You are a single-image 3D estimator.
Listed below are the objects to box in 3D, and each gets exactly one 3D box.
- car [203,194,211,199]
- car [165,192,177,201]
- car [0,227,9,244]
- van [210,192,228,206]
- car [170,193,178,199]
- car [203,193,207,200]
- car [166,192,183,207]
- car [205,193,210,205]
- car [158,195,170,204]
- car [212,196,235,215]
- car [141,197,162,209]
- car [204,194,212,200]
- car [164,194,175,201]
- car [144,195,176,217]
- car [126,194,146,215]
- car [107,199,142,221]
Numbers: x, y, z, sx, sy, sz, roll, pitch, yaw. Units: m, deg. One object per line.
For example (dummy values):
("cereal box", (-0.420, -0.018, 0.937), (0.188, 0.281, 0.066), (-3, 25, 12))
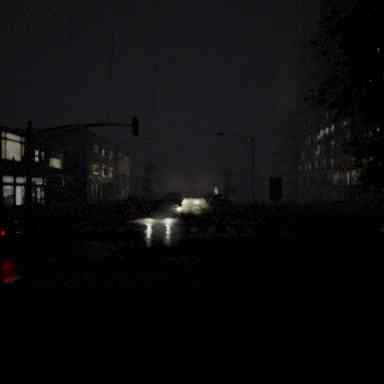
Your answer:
("car", (3.793, 1.114, 86.882), (1.947, 1.339, 4.313), (0, 0, 1))
("car", (-4.724, 0.941, 75.881), (2.192, 1.841, 5.009), (0, 0, 1))
("car", (-9.358, 1.505, 12.183), (4.718, 1.301, 1.895), (1, 0, 13))
("van", (3.174, 1.143, 36.926), (1.690, 1.788, 3.998), (0, 0, 1))
("car", (-4.589, 1.097, 86.813), (1.752, 1.417, 4.829), (0, 0, 1))
("car", (3.449, 1.254, 59.129), (1.947, 1.339, 4.313), (0, 0, 1))
("car", (-2.463, 0.985, 46.458), (2.150, 2.045, 5.566), (0, 1, 3))
("car", (3.311, 1.296, 48.028), (2.008, 1.369, 4.403), (0, 0, 1))
("car", (-4.933, 1.237, 59.060), (1.752, 1.417, 4.829), (0, 0, 1))
("car", (3.107, 1.355, 31.546), (1.752, 1.417, 4.829), (0, 0, 1))
("car", (-5.137, 1.346, 42.579), (2.008, 1.369, 4.403), (0, 0, 1))
("car", (3.658, 1.128, 75.950), (1.752, 1.417, 4.829), (0, 0, 1))
("car", (-4.793, 1.205, 70.331), (2.008, 1.369, 4.403), (0, 0, 1))
("car", (-2.714, 1.334, 29.280), (1.882, 1.535, 5.008), (0, 0, 1))
("car", (-5.274, 1.168, 31.476), (2.192, 1.841, 5.009), (0, 0, 1))
("car", (-5.343, 1.463, 25.927), (1.802, 1.307, 4.206), (0, 0, 1))
